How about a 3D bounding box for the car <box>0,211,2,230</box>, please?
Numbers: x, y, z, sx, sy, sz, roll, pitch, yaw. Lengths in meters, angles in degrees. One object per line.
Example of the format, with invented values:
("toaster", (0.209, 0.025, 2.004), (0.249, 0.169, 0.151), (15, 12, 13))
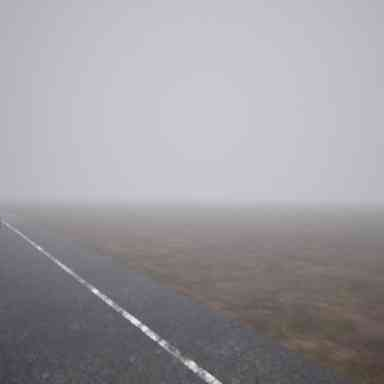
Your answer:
("car", (-11.932, 1.090, 18.496), (2.097, 1.767, 4.553), (2, 0, -35))
